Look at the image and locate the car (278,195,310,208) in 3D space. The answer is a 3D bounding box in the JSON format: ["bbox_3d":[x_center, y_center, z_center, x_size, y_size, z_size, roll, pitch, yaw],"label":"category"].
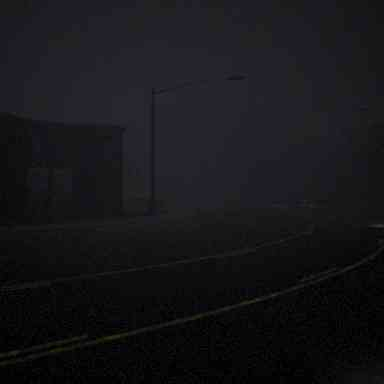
[{"bbox_3d":[13.008,1.183,42.720,1.837,1.490,4.892,1,0,-19],"label":"car"}]

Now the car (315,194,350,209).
[{"bbox_3d":[17.184,1.060,41.036,2.097,1.767,4.553,0,1,-14],"label":"car"}]
